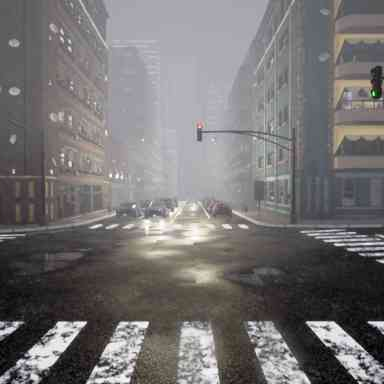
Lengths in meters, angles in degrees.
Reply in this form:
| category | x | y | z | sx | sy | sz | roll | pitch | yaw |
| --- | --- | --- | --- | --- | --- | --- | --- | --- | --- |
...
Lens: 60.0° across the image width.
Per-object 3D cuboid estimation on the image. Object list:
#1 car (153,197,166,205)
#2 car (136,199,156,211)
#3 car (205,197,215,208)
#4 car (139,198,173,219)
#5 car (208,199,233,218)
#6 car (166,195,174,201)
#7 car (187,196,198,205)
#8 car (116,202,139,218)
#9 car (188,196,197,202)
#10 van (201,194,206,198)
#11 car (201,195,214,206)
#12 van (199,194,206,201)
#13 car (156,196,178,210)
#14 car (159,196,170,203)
| category | x | y | z | sx | sy | sz | roll | pitch | yaw |
| --- | --- | --- | --- | --- | --- | --- | --- | --- | --- |
| car | -5.660 | 1.561 | 57.912 | 1.887 | 1.381 | 4.507 | 0 | 0 | 0 |
| car | -5.670 | 1.573 | 41.341 | 1.947 | 1.339 | 4.313 | 0 | 0 | 0 |
| car | 2.707 | 1.570 | 35.800 | 1.947 | 1.339 | 4.313 | 0 | 0 | 0 |
| car | -3.082 | 1.550 | 29.800 | 2.033 | 1.411 | 5.357 | 0 | 0 | 0 |
| car | 2.704 | 1.584 | 30.277 | 1.802 | 1.307 | 4.206 | 0 | 0 | 0 |
| car | -5.643 | 1.563 | 85.359 | 1.752 | 1.417 | 4.829 | 0 | 0 | 0 |
| car | 0.038 | 1.543 | 59.734 | 1.812 | 1.442 | 4.674 | 0 | 0 | 0 |
| car | -5.677 | 1.568 | 30.294 | 1.947 | 1.339 | 4.313 | 0 | 0 | 0 |
| car | 0.045 | 1.452 | 69.770 | 1.895 | 1.301 | 4.718 | 0 | 0 | 0 |
| van | 2.716 | 1.354 | 52.370 | 1.690 | 1.788 | 3.998 | 0 | 0 | 0 |
| car | 2.714 | 1.554 | 46.847 | 1.887 | 1.381 | 4.507 | 0 | 0 | 0 |
| van | 2.736 | 1.379 | 85.512 | 1.690 | 1.788 | 3.998 | -1 | 0 | 0 |
| car | -3.072 | 1.511 | 39.918 | 1.837 | 1.490 | 4.892 | 0 | 0 | 0 |
| car | -5.653 | 1.605 | 68.959 | 1.802 | 1.307 | 4.206 | 0 | 0 | 0 |
